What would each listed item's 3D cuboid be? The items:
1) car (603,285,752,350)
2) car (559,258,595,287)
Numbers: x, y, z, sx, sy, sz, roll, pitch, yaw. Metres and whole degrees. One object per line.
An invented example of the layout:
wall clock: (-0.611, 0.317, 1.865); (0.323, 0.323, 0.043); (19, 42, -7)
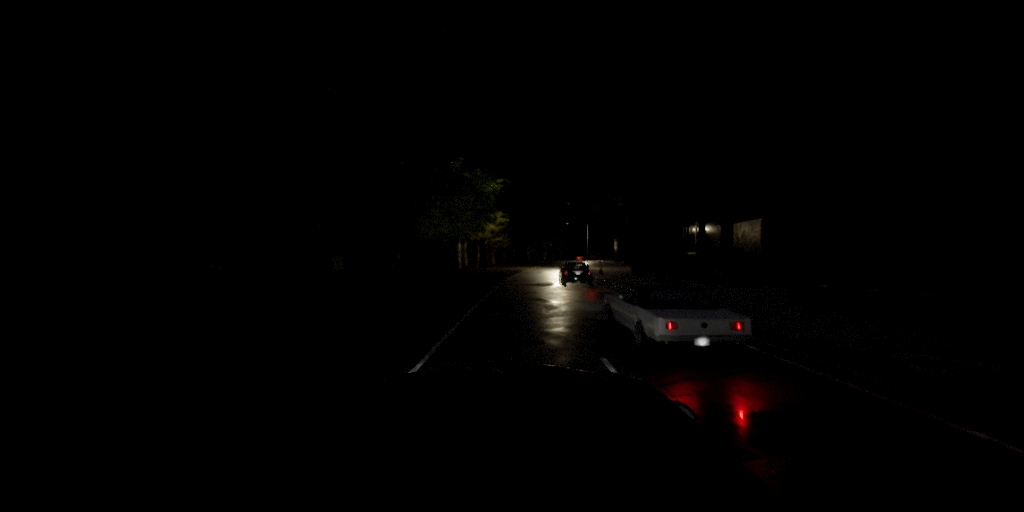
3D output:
car: (3.721, 1.382, 9.138); (1.895, 1.301, 4.718); (0, 0, 1)
car: (4.568, 1.201, 26.147); (2.097, 1.767, 4.553); (0, 0, 4)
